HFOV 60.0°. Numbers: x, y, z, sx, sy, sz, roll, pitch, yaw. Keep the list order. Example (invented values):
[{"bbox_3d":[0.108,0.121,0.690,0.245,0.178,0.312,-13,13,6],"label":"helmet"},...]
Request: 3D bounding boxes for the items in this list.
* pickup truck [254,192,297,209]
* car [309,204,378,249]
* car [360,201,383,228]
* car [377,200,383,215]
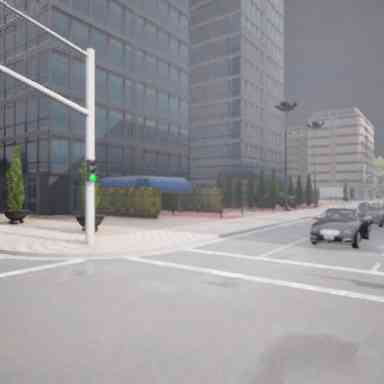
[{"bbox_3d":[10.633,1.048,43.116,6.274,2.098,2.390,0,0,-24],"label":"pickup truck"},{"bbox_3d":[6.706,1.490,14.892,2.128,1.511,4.902,0,0,35],"label":"car"},{"bbox_3d":[12.016,1.489,22.447,2.128,1.511,4.902,0,0,35],"label":"car"},{"bbox_3d":[20.639,1.564,34.676,1.994,1.385,4.181,0,0,35],"label":"car"}]
